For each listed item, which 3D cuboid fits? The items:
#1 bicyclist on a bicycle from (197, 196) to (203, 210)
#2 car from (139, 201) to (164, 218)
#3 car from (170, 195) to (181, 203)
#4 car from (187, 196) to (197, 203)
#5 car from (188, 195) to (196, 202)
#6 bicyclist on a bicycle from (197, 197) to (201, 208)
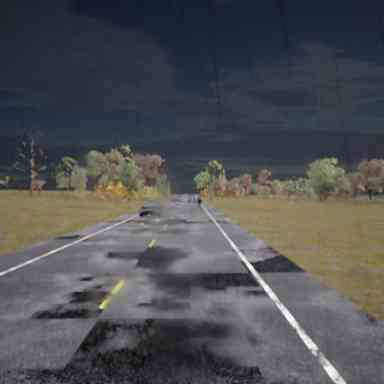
[{"bbox_3d":[0.964,1.403,39.360,0.659,1.776,1.843,0,0,0],"label":"bicyclist on a bicycle"},{"bbox_3d":[-3.598,1.573,30.489,2.033,1.411,5.357,0,0,0],"label":"car"},{"bbox_3d":[-3.497,1.364,71.276,2.097,1.767,4.553,0,0,0],"label":"car"},{"bbox_3d":[0.003,1.593,70.974,2.033,1.411,5.357,0,0,0],"label":"car"},{"bbox_3d":[0.003,1.565,81.683,2.033,1.411,5.357,0,0,0],"label":"car"},{"bbox_3d":[0.964,1.491,48.280,0.582,1.620,1.656,0,0,0],"label":"bicyclist on a bicycle"}]
